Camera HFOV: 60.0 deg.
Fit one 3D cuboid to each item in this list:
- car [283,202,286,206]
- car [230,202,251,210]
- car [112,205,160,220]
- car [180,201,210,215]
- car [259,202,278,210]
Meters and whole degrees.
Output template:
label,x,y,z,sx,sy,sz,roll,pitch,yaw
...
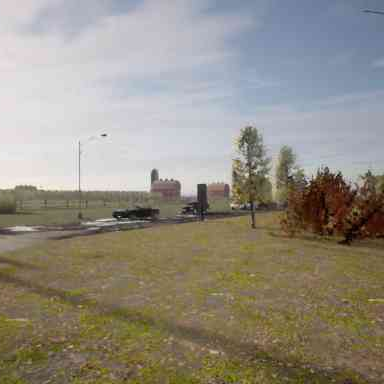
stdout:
label,x,y,z,sx,sy,sz,roll,pitch,yaw
car,18.597,1.783,61.722,2.150,2.045,5.566,-1,-1,31
car,7.766,1.714,51.056,2.150,2.045,5.566,-1,-2,32
car,-5.090,1.857,30.482,1.895,1.301,4.718,-1,-1,32
car,0.406,1.856,39.257,1.837,1.490,4.892,-1,0,32
car,11.589,1.927,50.288,1.837,1.490,4.892,-1,-3,32
